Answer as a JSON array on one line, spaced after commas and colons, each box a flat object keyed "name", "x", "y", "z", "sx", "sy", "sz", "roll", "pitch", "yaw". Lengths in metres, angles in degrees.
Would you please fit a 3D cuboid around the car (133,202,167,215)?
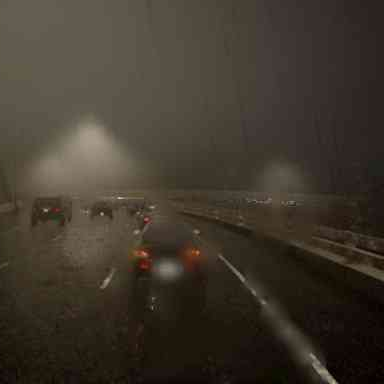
[{"name": "car", "x": -2.527, "y": 1.616, "z": 21.624, "sx": 2.033, "sy": 1.411, "sz": 5.357, "roll": 0, "pitch": 0, "yaw": -12}]

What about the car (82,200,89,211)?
[{"name": "car", "x": -12.996, "y": 1.713, "z": 43.122, "sx": 1.994, "sy": 1.385, "sz": 4.181, "roll": 0, "pitch": 0, "yaw": -23}]

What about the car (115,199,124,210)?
[{"name": "car", "x": -9.585, "y": 1.654, "z": 44.025, "sx": 1.837, "sy": 1.490, "sz": 4.892, "roll": 0, "pitch": 0, "yaw": -23}]

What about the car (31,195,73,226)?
[{"name": "car", "x": -10.259, "y": 1.312, "z": 24.577, "sx": 2.150, "sy": 2.045, "sz": 5.566, "roll": 0, "pitch": 0, "yaw": -13}]

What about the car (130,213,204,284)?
[{"name": "car", "x": -0.731, "y": 1.556, "z": 9.654, "sx": 1.812, "sy": 1.442, "sz": 4.674, "roll": 0, "pitch": 0, "yaw": -5}]

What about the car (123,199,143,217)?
[{"name": "car", "x": -5.276, "y": 1.632, "z": 32.511, "sx": 1.812, "sy": 1.442, "sz": 4.674, "roll": 0, "pitch": 0, "yaw": -18}]

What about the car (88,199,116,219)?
[{"name": "car", "x": -8.330, "y": 1.610, "z": 30.554, "sx": 1.837, "sy": 1.490, "sz": 4.892, "roll": 0, "pitch": 0, "yaw": -17}]

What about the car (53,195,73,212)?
[{"name": "car", "x": -16.324, "y": 1.372, "z": 42.046, "sx": 2.150, "sy": 2.045, "sz": 5.566, "roll": 0, "pitch": 0, "yaw": -23}]
